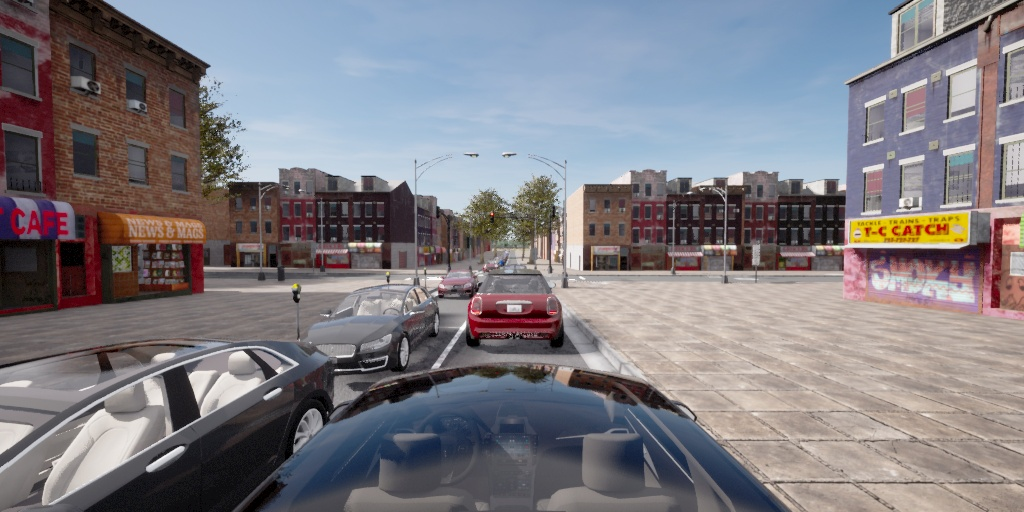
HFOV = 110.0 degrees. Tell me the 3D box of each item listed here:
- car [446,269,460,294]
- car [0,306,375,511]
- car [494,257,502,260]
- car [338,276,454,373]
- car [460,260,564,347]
[{"bbox_3d":[-2.617,1.332,18.340,1.802,1.307,4.207,0,0,0],"label":"car"},{"bbox_3d":[-2.640,1.300,1.998,2.007,1.370,4.403,0,0,0],"label":"car"},{"bbox_3d":[-2.578,1.233,45.116,1.967,1.591,4.097,0,0,0],"label":"car"},{"bbox_3d":[-2.632,1.298,7.446,2.007,1.370,4.403,0,0,0],"label":"car"},{"bbox_3d":[0.109,1.099,9.491,2.097,1.767,4.553,0,0,2],"label":"car"}]
